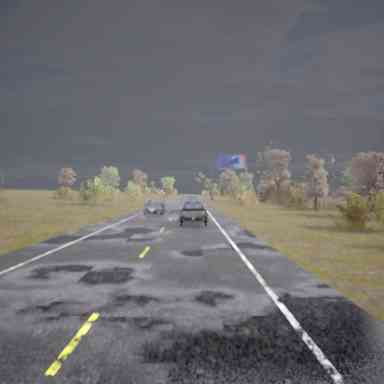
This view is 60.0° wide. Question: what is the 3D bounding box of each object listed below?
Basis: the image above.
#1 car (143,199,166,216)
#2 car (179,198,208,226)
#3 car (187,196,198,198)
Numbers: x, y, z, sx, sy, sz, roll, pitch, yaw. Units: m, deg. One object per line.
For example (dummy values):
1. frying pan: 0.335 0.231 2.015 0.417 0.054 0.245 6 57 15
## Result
1. car: -3.552 1.442 32.089 2.128 1.511 4.902 0 0 0
2. car: 0.103 1.453 23.229 2.128 1.511 4.902 0 0 0
3. car: 0.105 1.289 41.510 2.097 1.767 4.553 0 0 0
